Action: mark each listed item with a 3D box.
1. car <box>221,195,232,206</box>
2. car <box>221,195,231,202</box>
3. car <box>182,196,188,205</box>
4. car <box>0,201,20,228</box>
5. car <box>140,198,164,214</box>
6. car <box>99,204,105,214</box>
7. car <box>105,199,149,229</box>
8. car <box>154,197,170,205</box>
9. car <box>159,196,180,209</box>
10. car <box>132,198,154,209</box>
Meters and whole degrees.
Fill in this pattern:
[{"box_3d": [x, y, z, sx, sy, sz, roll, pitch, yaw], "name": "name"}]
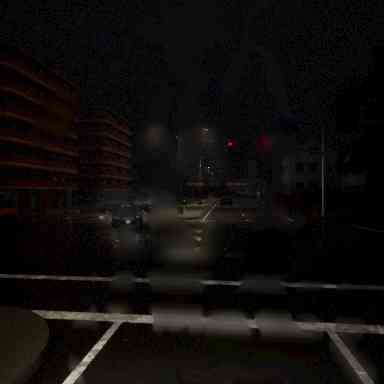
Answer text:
[{"box_3d": [5.870, 1.504, 56.736, 1.837, 1.490, 4.892, 0, 0, 6], "name": "car"}, {"box_3d": [7.730, 1.523, 75.654, 2.128, 1.511, 4.902, 0, 0, 6], "name": "car"}, {"box_3d": [-1.885, 1.505, 61.175, 1.837, 1.490, 4.892, 0, 0, 6], "name": "car"}, {"box_3d": [-13.358, 1.352, 20.739, 4.553, 1.767, 2.097, 0, -1, -37], "name": "car"}, {"box_3d": [-4.624, 1.601, 34.926, 1.895, 1.301, 4.718, 0, 0, 6], "name": "car"}, {"box_3d": [-8.097, 1.546, 35.328, 2.033, 1.411, 5.357, 0, 0, 6], "name": "car"}, {"box_3d": [-4.414, 1.492, 21.862, 2.128, 1.511, 4.902, 0, 0, -16], "name": "car"}, {"box_3d": [-5.458, 1.564, 60.594, 1.994, 1.385, 4.181, 0, 0, 7], "name": "car"}, {"box_3d": [-3.425, 1.490, 46.514, 2.128, 1.511, 4.902, 0, 0, 6], "name": "car"}, {"box_3d": [-6.881, 1.600, 47.090, 1.895, 1.301, 4.718, 0, 0, 6], "name": "car"}]
